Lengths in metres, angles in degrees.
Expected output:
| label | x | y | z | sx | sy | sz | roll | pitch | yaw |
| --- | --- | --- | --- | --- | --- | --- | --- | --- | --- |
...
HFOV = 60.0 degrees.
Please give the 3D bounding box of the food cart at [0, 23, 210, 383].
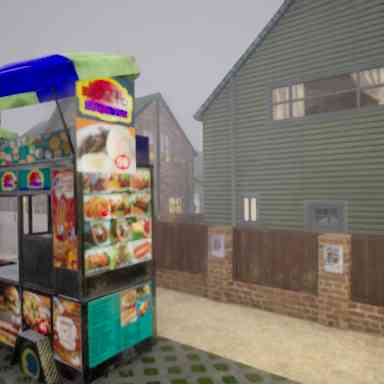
| label | x | y | z | sx | sy | sz | roll | pitch | yaw |
| --- | --- | --- | --- | --- | --- | --- | --- | --- | --- |
| food cart | -2.360 | 0.461 | 4.915 | 4.660 | 3.560 | 2.280 | -1 | 0 | 35 |
